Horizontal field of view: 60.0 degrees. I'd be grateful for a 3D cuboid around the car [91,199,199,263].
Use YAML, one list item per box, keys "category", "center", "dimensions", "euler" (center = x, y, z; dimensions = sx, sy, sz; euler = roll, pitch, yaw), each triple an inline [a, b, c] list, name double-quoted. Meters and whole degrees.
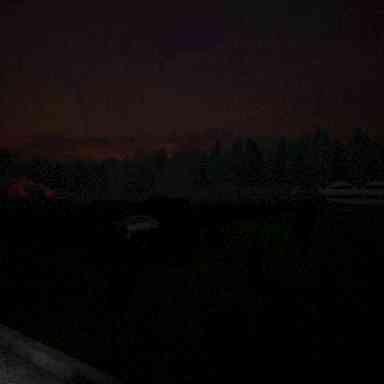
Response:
- category: "car"
  center: [-1.409, 1.198, 11.533]
  dimensions: [1.905, 1.878, 3.866]
  euler: [0, 0, 35]
